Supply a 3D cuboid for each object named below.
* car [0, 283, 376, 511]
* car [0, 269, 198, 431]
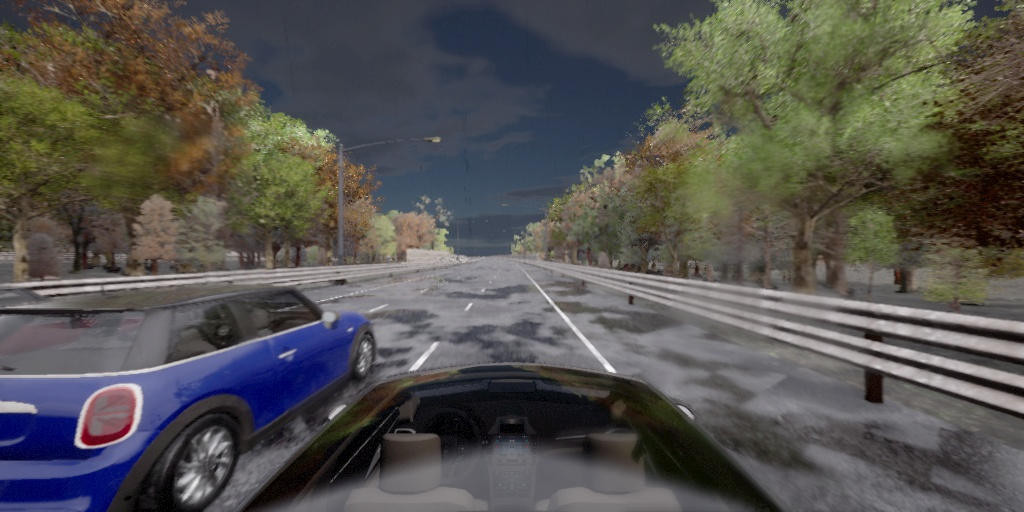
[{"bbox_3d":[-3.401,1.113,4.398,2.097,1.767,4.553,0,0,0],"label":"car"},{"bbox_3d":[-6.901,1.113,4.403,2.097,1.767,4.553,0,0,0],"label":"car"}]
